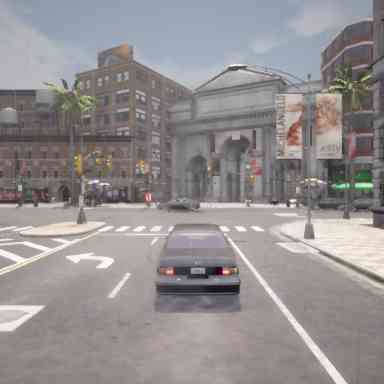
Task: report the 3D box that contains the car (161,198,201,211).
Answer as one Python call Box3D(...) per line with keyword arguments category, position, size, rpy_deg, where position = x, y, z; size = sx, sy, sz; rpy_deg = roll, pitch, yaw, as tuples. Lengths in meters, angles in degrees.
Box3D(category="car", position=(-1.309, 1.504, 41.320), size=(4.892, 1.490, 1.837), rpy_deg=(0, 0, 1))

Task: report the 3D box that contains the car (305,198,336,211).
Box3D(category="car", position=(16.581, 1.505, 41.124), size=(4.892, 1.490, 1.837), rpy_deg=(0, 0, 1))

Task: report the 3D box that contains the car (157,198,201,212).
Box3D(category="car", position=(-1.510, 1.491, 37.528), size=(4.902, 1.511, 2.128), rpy_deg=(0, 0, -4))

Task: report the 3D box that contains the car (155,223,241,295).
Box3D(category="car", position=(0.118, 1.547, 8.840), size=(2.033, 1.411, 5.357), rpy_deg=(0, 0, 0))

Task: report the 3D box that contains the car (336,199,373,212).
Box3D(category="car", position=(19.425, 1.491, 37.592), size=(4.902, 1.511, 2.128), rpy_deg=(0, 0, 1))
